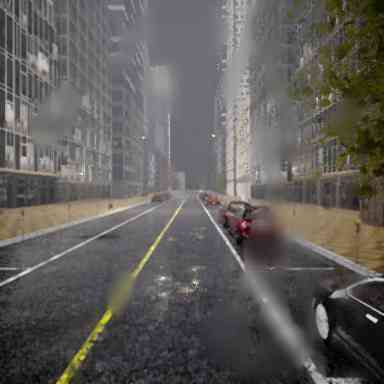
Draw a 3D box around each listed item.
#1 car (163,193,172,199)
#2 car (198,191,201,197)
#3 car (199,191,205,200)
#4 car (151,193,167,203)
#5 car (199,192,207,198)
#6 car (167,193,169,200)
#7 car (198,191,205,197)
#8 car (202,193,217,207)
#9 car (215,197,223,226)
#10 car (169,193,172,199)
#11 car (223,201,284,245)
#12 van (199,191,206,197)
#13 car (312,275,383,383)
[{"bbox_3d":[-5.660,0.853,77.509,1.947,1.339,4.313,0,1,0],"label":"car"},{"bbox_3d":[2.719,0.910,71.805,1.947,1.339,4.313,0,1,0],"label":"car"},{"bbox_3d":[2.714,1.022,60.422,1.947,1.339,4.313,0,1,0],"label":"car"},{"bbox_3d":[-5.668,1.057,54.739,1.887,1.381,4.507,0,1,0],"label":"car"},{"bbox_3d":[2.723,0.795,83.189,1.947,1.339,4.313,0,1,0],"label":"car"},{"bbox_3d":[-5.667,1.039,60.433,1.802,1.307,4.206,0,1,0],"label":"car"},{"bbox_3d":[2.728,0.550,94.572,1.967,1.590,4.097,0,1,0],"label":"car"},{"bbox_3d":[2.708,1.165,43.345,1.887,1.381,4.507,0,1,0],"label":"car"},{"bbox_3d":[2.699,1.264,20.575,1.967,1.590,4.097,0,1,0],"label":"car"},{"bbox_3d":[-5.662,0.889,71.817,1.887,1.381,4.507,0,1,0],"label":"car"},{"bbox_3d":[2.697,1.313,14.883,1.967,1.590,4.097,0,0,0],"label":"car"},{"bbox_3d":[2.726,0.511,88.880,1.690,1.788,3.998,0,1,0],"label":"van"},{"bbox_3d":[2.692,1.521,3.499,2.008,1.369,4.403,0,0,0],"label":"car"}]
